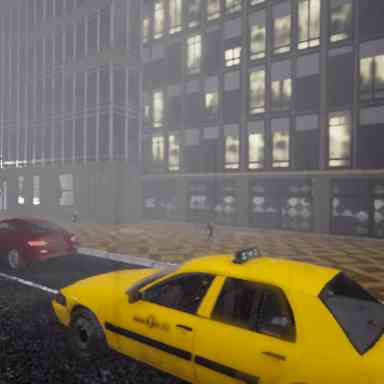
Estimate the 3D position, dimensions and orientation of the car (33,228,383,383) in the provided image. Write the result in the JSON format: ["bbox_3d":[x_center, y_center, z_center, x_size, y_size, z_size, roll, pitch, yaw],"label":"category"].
[{"bbox_3d":[0.396,1.433,4.079,5.366,1.575,1.801,1,1,36],"label":"car"}]

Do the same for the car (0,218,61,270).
[{"bbox_3d":[-5.276,1.447,10.336,4.206,1.307,1.802,1,1,36],"label":"car"}]
